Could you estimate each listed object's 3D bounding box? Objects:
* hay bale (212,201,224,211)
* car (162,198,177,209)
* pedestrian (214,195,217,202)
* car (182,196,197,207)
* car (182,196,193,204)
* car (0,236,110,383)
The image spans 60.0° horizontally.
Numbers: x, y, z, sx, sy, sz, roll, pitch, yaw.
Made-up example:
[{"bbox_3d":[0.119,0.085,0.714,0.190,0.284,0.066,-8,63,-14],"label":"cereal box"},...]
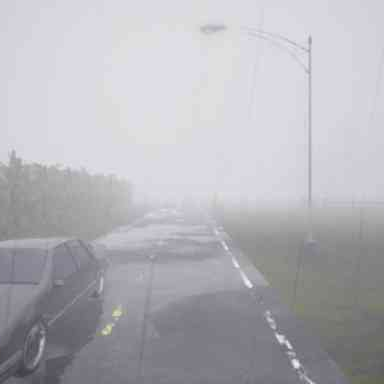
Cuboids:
[{"bbox_3d":[3.077,1.640,39.575,1.220,1.180,1.240,0,0,-1],"label":"hay bale"},{"bbox_3d":[-3.005,1.532,45.082,2.033,1.411,5.357,0,0,-1],"label":"car"},{"bbox_3d":[2.768,1.262,40.393,0.375,1.860,0.375,0,0,-2],"label":"pedestrian"},{"bbox_3d":[-0.259,1.587,49.315,1.895,1.301,4.718,0,0,-2],"label":"car"},{"bbox_3d":[-0.958,1.503,64.197,1.837,1.490,4.892,0,0,-4],"label":"car"},{"bbox_3d":[-2.848,1.545,5.796,2.033,1.411,5.357,0,0,0],"label":"car"}]
